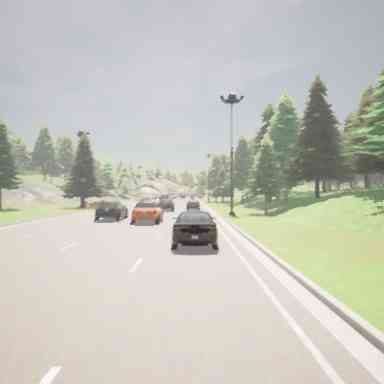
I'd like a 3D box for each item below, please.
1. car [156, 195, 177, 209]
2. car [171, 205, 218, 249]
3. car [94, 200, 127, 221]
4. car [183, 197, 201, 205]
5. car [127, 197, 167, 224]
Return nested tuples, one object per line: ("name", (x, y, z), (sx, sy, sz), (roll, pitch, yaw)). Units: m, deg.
("car", (-3.372, 1.617, 44.735), (2.097, 1.767, 4.553), (0, 0, 0))
("car", (0.114, 1.570, 15.071), (1.882, 1.535, 5.008), (0, 0, 0))
("car", (-6.872, 1.514, 28.888), (2.097, 1.767, 4.553), (0, 0, 0))
("car", (0.145, 1.773, 46.117), (2.128, 1.511, 4.902), (0, 0, 0))
("car", (-3.401, 1.504, 26.118), (2.097, 1.767, 4.553), (0, 0, 0))
